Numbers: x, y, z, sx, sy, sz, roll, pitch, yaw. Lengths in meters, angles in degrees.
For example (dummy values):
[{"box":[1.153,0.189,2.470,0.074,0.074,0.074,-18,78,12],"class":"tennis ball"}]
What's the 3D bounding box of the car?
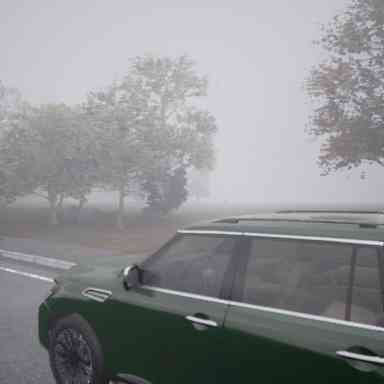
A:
[{"box":[0.760,1.217,3.399,5.566,2.045,2.150,0,0,35],"class":"car"}]
